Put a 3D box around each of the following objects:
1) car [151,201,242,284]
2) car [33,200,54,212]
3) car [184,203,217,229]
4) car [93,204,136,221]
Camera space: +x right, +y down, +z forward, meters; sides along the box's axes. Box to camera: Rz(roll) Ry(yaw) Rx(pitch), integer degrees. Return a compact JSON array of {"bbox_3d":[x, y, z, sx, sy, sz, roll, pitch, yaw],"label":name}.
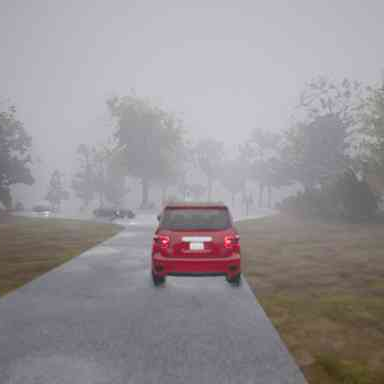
[{"bbox_3d":[0.104,1.272,9.849,2.150,2.045,5.566,0,0,0],"label":"car"},{"bbox_3d":[-18.898,1.739,42.242,1.812,1.442,4.674,0,0,-15],"label":"car"},{"bbox_3d":[0.724,1.597,23.767,1.882,1.535,5.008,0,0,7],"label":"car"},{"bbox_3d":[-6.762,1.746,28.809,1.895,1.301,4.718,0,0,-40],"label":"car"}]
